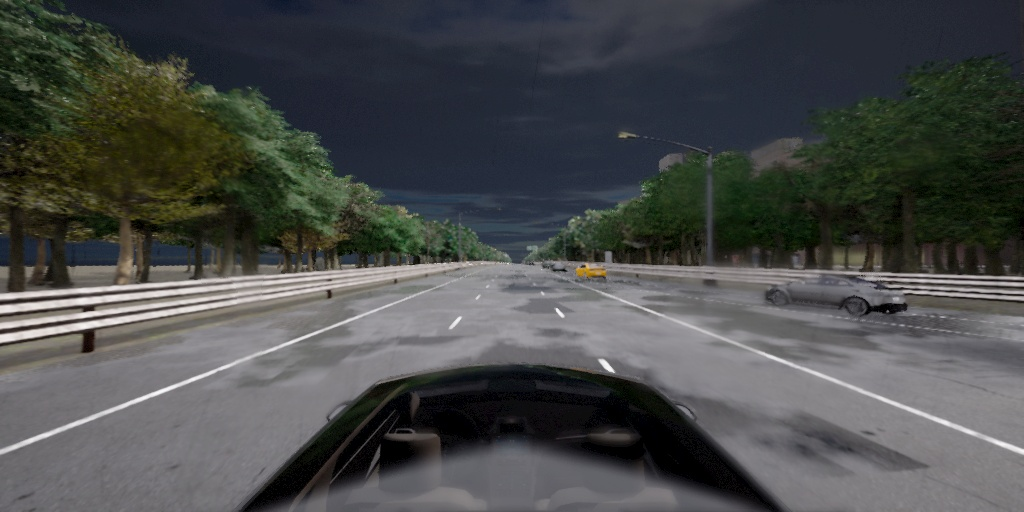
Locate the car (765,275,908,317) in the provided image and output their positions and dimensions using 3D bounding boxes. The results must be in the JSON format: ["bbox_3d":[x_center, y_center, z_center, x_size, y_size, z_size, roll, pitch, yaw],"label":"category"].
[{"bbox_3d":[12.498,1.444,14.167,1.994,1.385,4.181,0,0,-18],"label":"car"}]

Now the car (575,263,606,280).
[{"bbox_3d":[7.737,1.494,35.704,1.882,1.535,5.008,0,0,-6],"label":"car"}]

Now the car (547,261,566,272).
[{"bbox_3d":[6.988,1.711,54.679,1.994,1.385,4.181,0,0,0],"label":"car"}]
